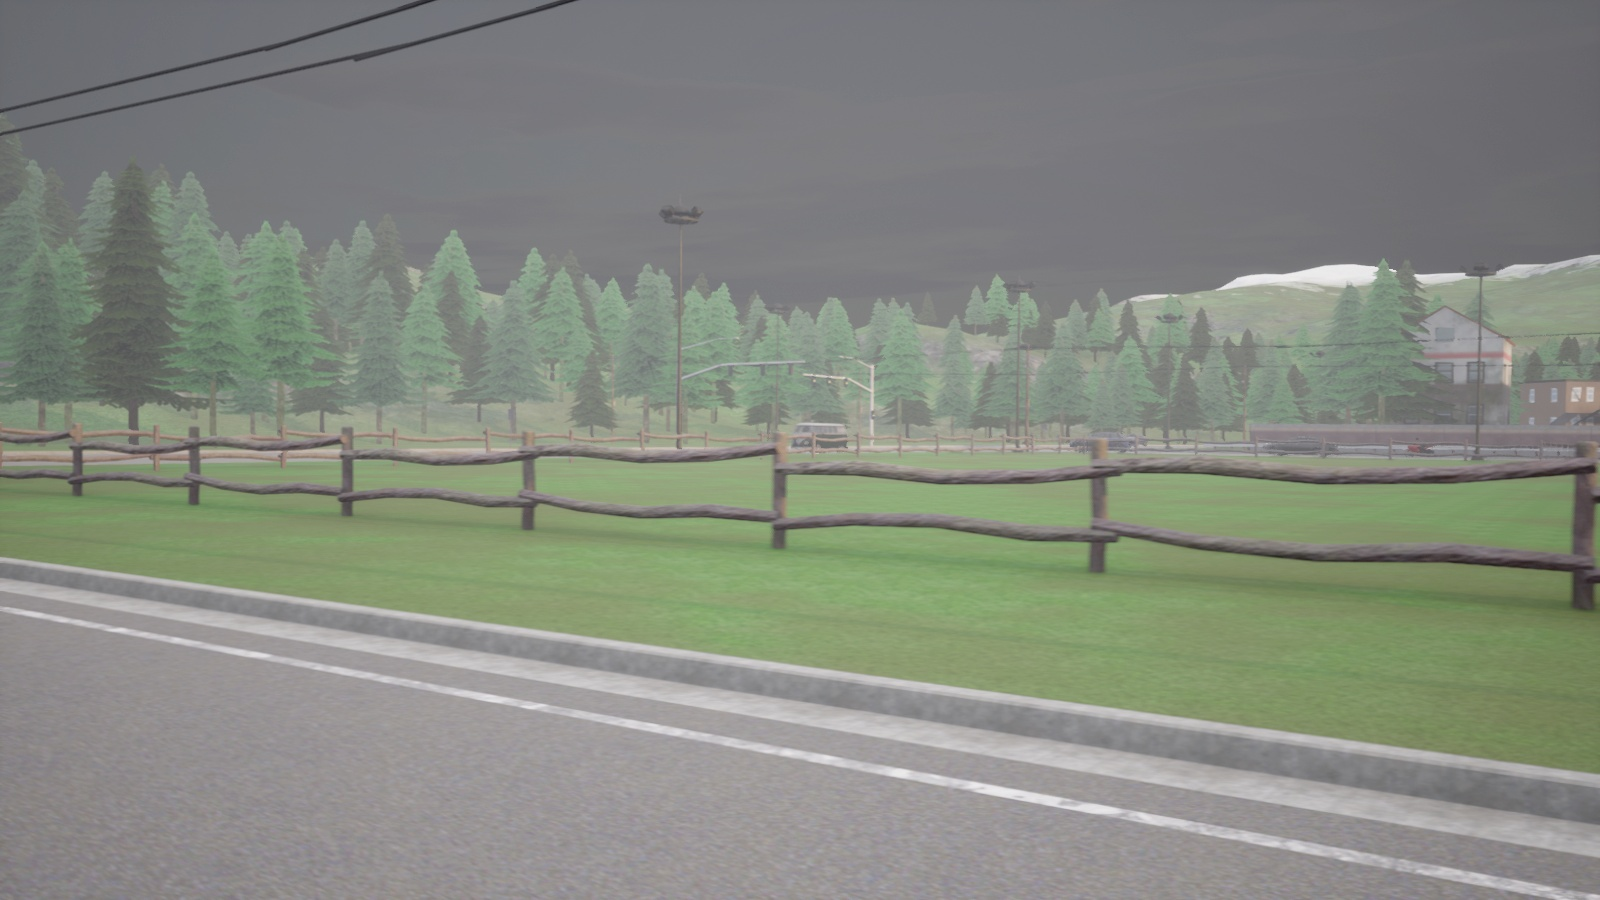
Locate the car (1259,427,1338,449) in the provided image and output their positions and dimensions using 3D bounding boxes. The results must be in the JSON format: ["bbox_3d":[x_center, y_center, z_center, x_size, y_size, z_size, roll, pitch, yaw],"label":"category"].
[{"bbox_3d":[35.027,-0.849,88.226,4.892,1.490,1.837,0,1,34],"label":"car"}]

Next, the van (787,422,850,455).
[{"bbox_3d":[1.199,-0.745,79.049,1.775,1.987,4.442,0,1,35],"label":"van"}]
